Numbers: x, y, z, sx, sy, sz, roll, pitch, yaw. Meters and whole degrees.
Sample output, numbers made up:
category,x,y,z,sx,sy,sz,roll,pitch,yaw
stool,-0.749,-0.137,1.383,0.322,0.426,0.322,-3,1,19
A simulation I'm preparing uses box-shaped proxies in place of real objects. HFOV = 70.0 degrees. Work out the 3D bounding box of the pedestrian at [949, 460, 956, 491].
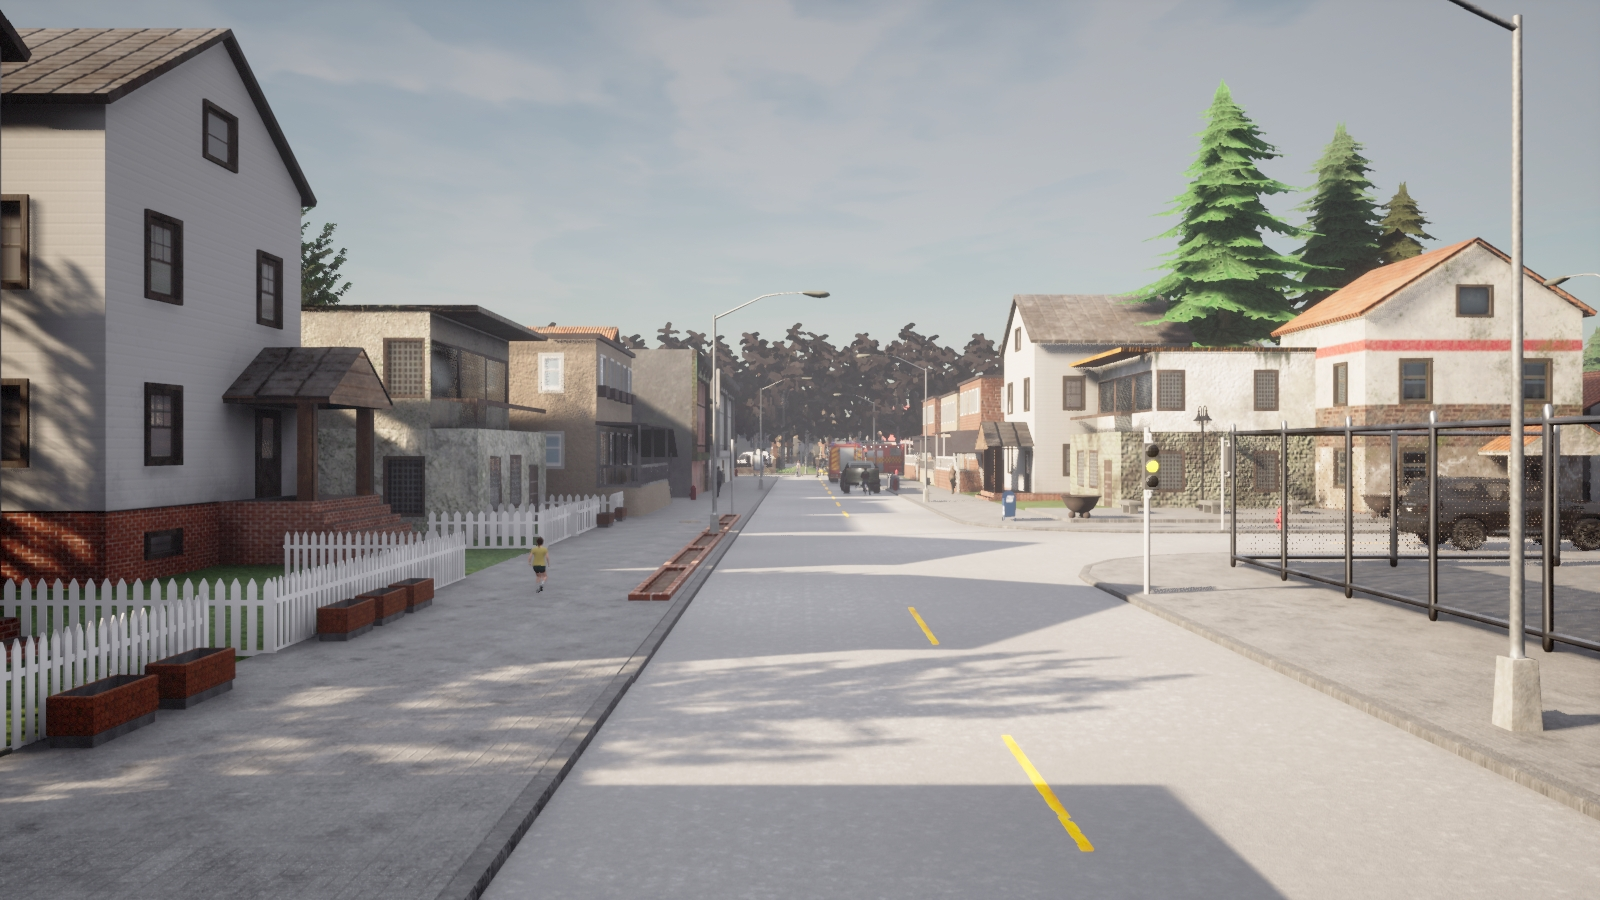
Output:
category,x,y,z,sx,sy,sz,roll,pitch,yaw
pedestrian,9.127,1.524,68.265,0.375,1.860,0.375,0,0,0

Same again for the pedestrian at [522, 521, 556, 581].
category,x,y,z,sx,sy,sz,roll,pitch,yaw
pedestrian,-4.933,1.905,21.636,0.500,1.100,0.500,0,0,4

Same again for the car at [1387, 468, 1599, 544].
category,x,y,z,sx,sy,sz,roll,pitch,yaw
car,20.066,1.561,32.532,5.566,2.045,2.150,0,0,2

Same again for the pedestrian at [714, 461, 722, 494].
category,x,y,z,sx,sy,sz,roll,pitch,yaw
pedestrian,-4.543,1.524,63.260,0.375,1.860,0.375,0,0,4

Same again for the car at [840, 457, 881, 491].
category,x,y,z,sx,sy,sz,roll,pitch,yaw
car,3.979,1.534,75.783,2.390,2.098,6.274,0,0,0

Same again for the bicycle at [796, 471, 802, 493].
category,x,y,z,sx,sy,sz,roll,pitch,yaw
bicycle,-0.067,1.940,69.737,0.329,1.271,1.835,0,0,0
